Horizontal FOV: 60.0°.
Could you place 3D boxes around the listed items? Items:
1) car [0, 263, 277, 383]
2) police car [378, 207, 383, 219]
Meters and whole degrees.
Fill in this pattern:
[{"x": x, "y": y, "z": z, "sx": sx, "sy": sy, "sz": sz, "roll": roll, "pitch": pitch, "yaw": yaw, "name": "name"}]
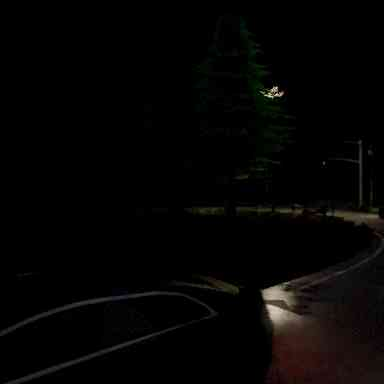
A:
[{"x": -1.367, "y": 1.499, "z": 2.853, "sx": 4.902, "sy": 1.511, "sz": 2.128, "roll": 0, "pitch": 0, "yaw": -37, "name": "car"}, {"x": 15.892, "y": 1.367, "z": 24.835, "sx": 2.038, "sy": 1.542, "sz": 4.974, "roll": 0, "pitch": 0, "yaw": 2, "name": "police car"}]
